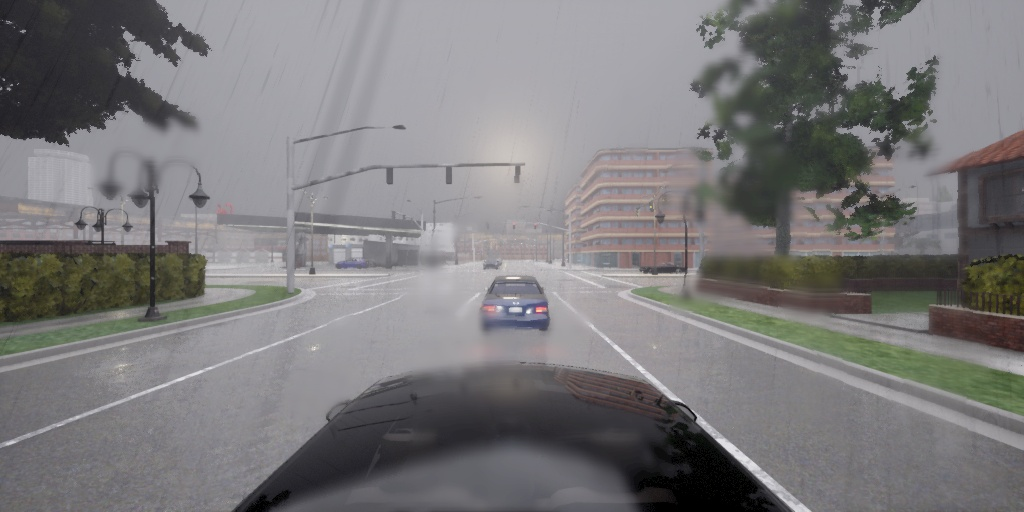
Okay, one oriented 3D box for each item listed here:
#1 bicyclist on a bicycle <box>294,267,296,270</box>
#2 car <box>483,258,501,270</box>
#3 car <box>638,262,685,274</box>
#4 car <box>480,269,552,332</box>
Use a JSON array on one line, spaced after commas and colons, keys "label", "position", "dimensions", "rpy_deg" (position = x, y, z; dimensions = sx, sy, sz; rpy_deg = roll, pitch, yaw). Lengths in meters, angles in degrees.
[{"label": "bicyclist on a bicycle", "position": [-29.016, 1.180, 47.116], "dimensions": [0.582, 1.620, 1.656], "rpy_deg": [-10, 5, 0]}, {"label": "car", "position": [-3.102, 1.102, 53.604], "dimensions": [2.097, 1.767, 4.553], "rpy_deg": [0, 0, 0]}, {"label": "car", "position": [16.329, 1.351, 38.893], "dimensions": [4.718, 1.301, 1.895], "rpy_deg": [0, 0, -3]}, {"label": "car", "position": [0.098, 1.297, 10.844], "dimensions": [2.033, 1.411, 5.357], "rpy_deg": [0, 0, 0]}]
